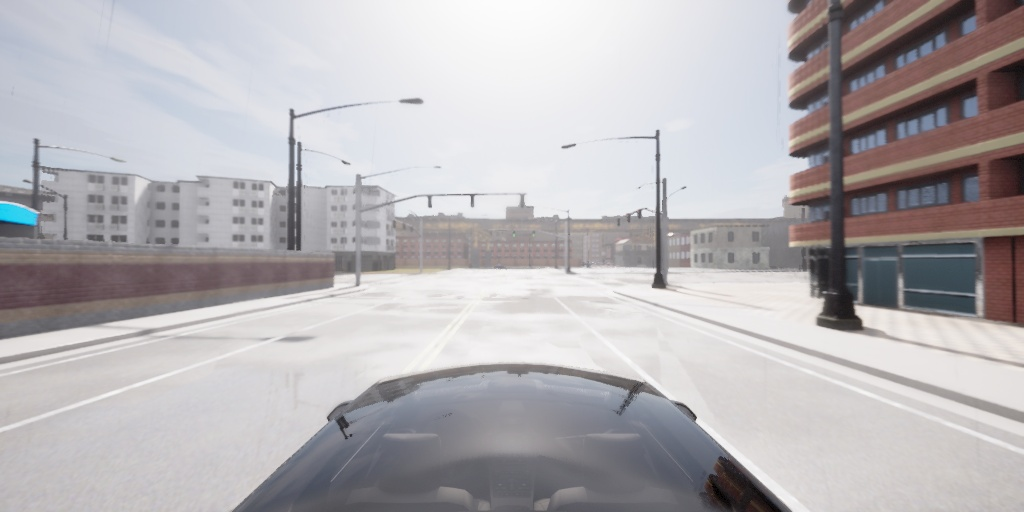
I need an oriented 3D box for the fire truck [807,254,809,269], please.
[{"bbox_3d":[42.471,0.117,45.280,8.468,3.827,2.891,-1,-1,1],"label":"fire truck"}]
